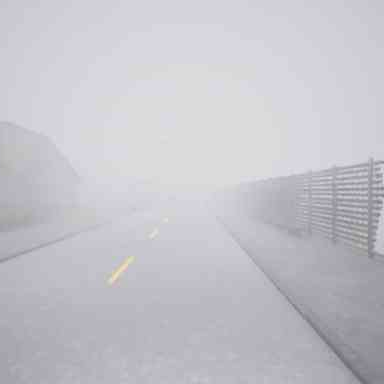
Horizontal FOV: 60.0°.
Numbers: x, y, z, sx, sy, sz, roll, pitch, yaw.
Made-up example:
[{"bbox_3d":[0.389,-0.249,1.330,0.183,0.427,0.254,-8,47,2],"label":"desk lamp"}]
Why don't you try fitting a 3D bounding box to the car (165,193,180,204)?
[{"bbox_3d":[-3.969,1.246,63.665,2.150,2.045,5.566,0,0,0],"label":"car"}]
